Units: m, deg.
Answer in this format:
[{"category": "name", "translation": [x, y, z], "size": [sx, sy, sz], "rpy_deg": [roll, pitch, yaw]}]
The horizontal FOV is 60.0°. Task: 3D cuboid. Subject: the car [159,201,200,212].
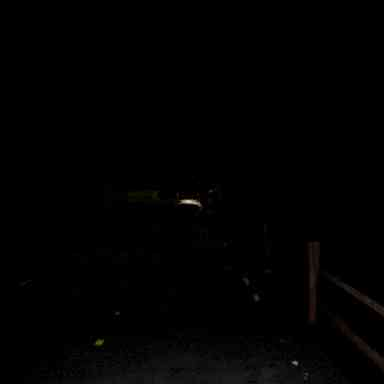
[{"category": "car", "translation": [-1.455, 1.738, 39.195], "size": [4.718, 1.301, 1.895], "rpy_deg": [0, -1, 0]}]
